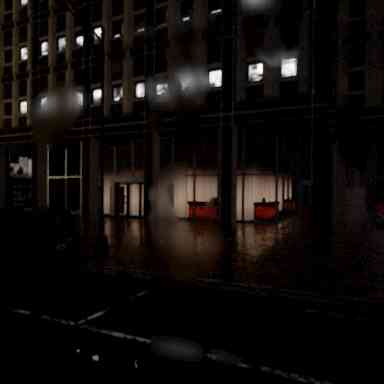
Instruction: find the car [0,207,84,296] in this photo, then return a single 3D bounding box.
[{"bbox_3d":[-5.051,1.306,8.465,5.009,1.841,2.192,0,1,26],"label":"car"}]
